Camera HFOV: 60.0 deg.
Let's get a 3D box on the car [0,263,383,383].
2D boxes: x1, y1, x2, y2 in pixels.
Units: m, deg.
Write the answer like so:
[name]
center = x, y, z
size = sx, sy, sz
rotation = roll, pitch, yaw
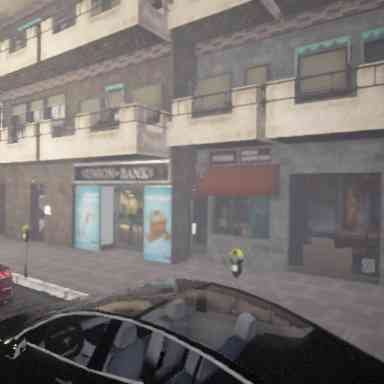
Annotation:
[car]
center = -0.472, 1.560, 3.199
size = 4.313, 1.339, 1.947
rotation = 0, 1, 36
